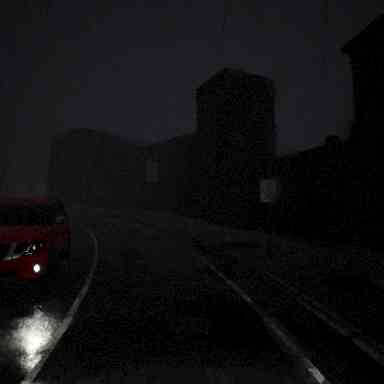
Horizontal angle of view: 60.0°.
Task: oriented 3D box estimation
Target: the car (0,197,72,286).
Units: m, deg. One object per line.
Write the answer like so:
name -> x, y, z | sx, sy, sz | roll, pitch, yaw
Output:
car -> -4.826, 1.201, 9.530 | 2.150, 2.045, 5.566 | 1, 0, -13
